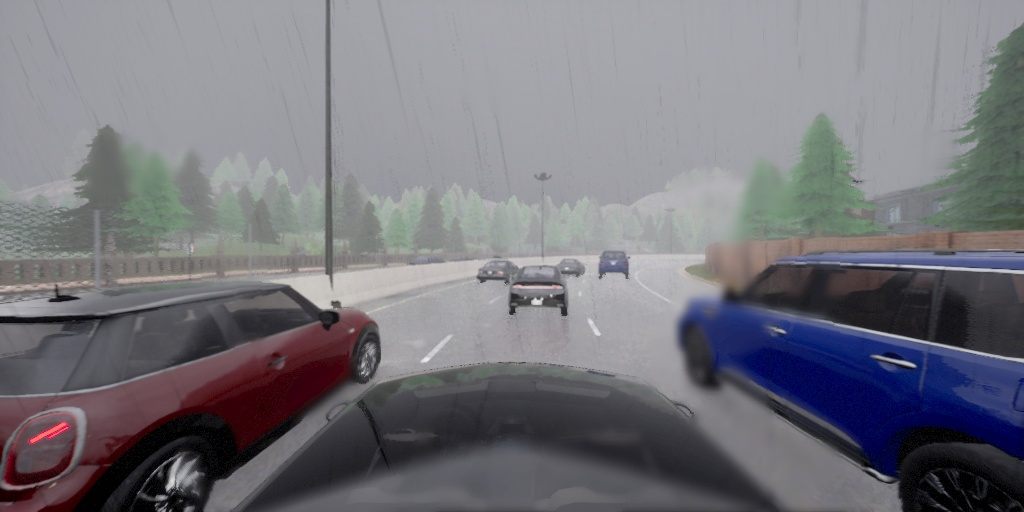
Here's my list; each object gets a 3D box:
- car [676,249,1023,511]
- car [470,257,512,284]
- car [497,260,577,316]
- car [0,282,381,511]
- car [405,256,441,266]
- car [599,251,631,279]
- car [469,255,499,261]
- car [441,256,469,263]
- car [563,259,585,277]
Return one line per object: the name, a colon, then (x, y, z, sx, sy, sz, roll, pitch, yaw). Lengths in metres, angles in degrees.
car: (3.697, 0.954, 3.495, 2.150, 2.045, 5.566, 0, 1, 2)
car: (-0.674, 0.969, 23.063, 2.033, 1.411, 5.357, 0, 1, 14)
car: (1.004, 1.077, 12.656, 2.128, 1.511, 4.902, 0, 1, 7)
car: (-3.221, 1.058, 4.000, 2.097, 1.767, 4.553, 0, 1, 2)
car: (-9.812, 0.671, 40.914, 2.033, 1.411, 5.357, 0, 1, 22)
car: (7.977, 0.592, 27.883, 2.150, 2.045, 5.566, 0, 1, 18)
car: (-2.538, 0.660, 40.128, 1.837, 1.490, 4.892, 0, 1, 23)
car: (-5.884, 0.695, 41.141, 1.994, 1.385, 4.181, 0, 1, 22)
car: (4.790, 0.906, 29.228, 1.994, 1.385, 4.181, 0, 1, 18)
